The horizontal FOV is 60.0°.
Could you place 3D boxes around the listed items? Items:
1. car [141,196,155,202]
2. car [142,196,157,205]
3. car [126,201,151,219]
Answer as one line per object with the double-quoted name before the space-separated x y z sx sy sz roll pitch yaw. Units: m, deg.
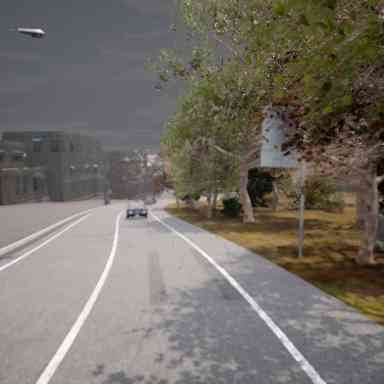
"car" -9.674 1.558 73.491 1.895 1.301 4.718 0 0 6
"car" -7.615 1.664 61.657 2.033 1.411 5.357 0 0 2
"car" -5.103 1.759 30.578 1.895 1.301 4.718 -1 0 -11
